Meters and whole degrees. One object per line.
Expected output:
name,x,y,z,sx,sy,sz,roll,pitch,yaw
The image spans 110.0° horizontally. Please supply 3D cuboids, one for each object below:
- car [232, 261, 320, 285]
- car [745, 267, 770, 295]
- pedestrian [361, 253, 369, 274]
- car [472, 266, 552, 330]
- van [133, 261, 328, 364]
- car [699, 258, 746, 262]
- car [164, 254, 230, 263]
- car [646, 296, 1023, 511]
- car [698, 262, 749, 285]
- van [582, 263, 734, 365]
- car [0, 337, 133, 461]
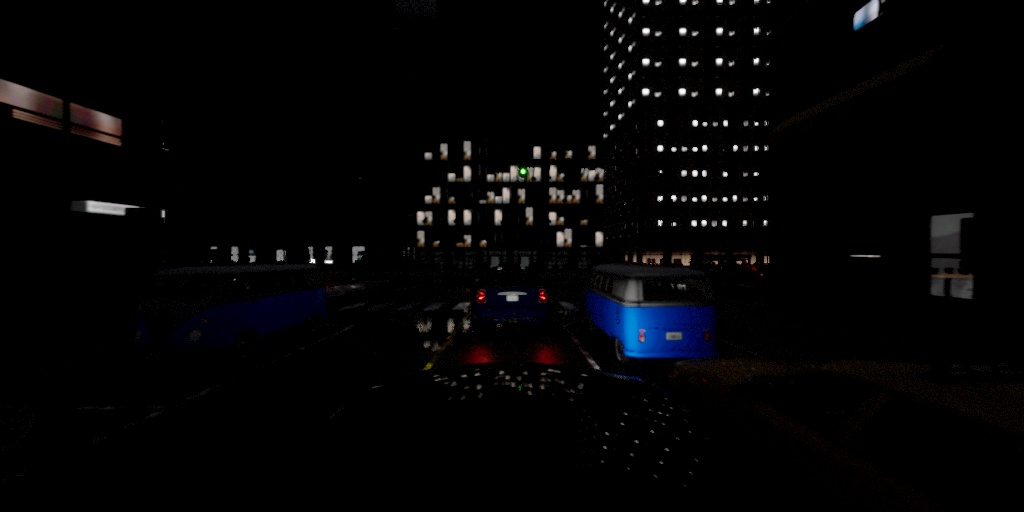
car,-16.133,1.130,24.704,4.892,1.490,1.837,0,0,1
car,15.182,1.417,18.732,4.507,1.381,1.888,0,0,0
pedestrian,-12.393,0.605,30.202,0.375,1.860,0.375,0,1,0
car,-0.102,1.090,11.219,2.097,1.767,4.553,0,0,-3
van,-5.692,1.082,7.802,1.690,1.789,3.998,0,0,0
car,15.234,1.060,27.111,5.009,1.841,2.192,0,0,0
car,-18.446,0.885,21.505,5.566,2.045,2.150,0,1,0
car,2.689,1.275,2.341,1.751,1.417,4.829,0,0,0
car,14.675,1.345,24.513,4.181,1.385,1.994,0,1,0
van,2.689,1.082,7.773,1.690,1.789,3.998,0,0,0
car,-5.692,1.300,2.200,2.007,1.370,4.403,0,0,0
